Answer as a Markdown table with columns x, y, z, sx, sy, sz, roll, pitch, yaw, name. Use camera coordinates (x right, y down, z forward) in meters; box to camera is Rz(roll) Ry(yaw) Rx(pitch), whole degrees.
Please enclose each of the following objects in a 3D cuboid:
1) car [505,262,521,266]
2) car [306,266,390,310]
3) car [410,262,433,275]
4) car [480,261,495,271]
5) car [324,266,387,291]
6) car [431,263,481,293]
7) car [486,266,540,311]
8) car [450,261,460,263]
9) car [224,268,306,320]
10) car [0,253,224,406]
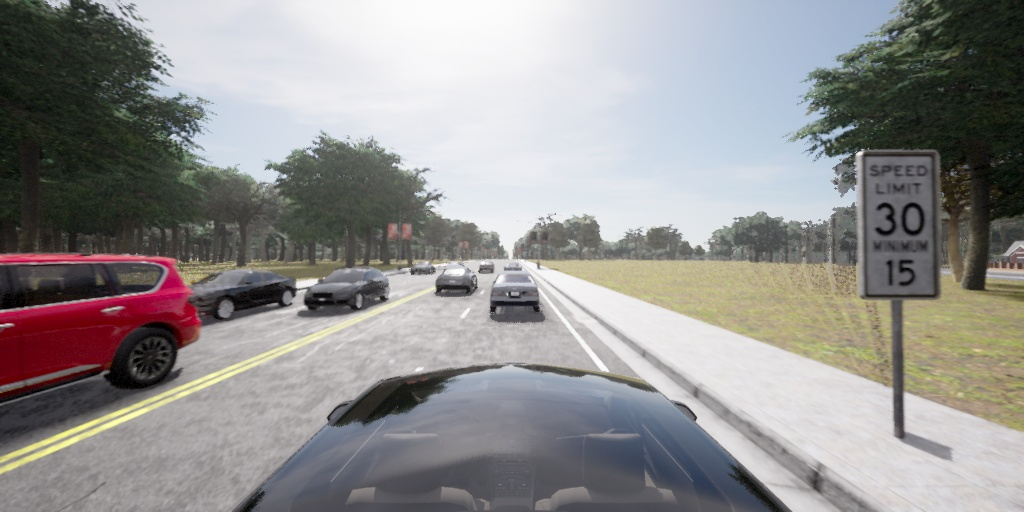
| x | y | z | sx | sy | sz | roll | pitch | yaw | name |
| --- | --- | --- | --- | --- | --- | --- | --- | --- | --- |
| 0.093 | 1.295 | 35.047 | 2.033 | 1.411 | 5.357 | 0 | 0 | 0 | car |
| -6.580 | 1.257 | 14.862 | 1.837 | 1.490 | 4.892 | 0 | 0 | 0 | car |
| -9.777 | 1.309 | 39.588 | 1.994 | 1.385 | 4.181 | 0 | 0 | 1 | car |
| -3.165 | 1.290 | 45.455 | 2.033 | 1.411 | 5.357 | 0 | 0 | 0 | car |
| -9.817 | 1.352 | 22.955 | 1.895 | 1.301 | 4.718 | 0 | 0 | 0 | car |
| -3.155 | 1.316 | 20.996 | 1.994 | 1.385 | 4.181 | 0 | 0 | 0 | car |
| 0.098 | 1.300 | 14.444 | 2.033 | 1.411 | 5.357 | 0 | 0 | 0 | car |
| -6.519 | 1.292 | 40.638 | 2.033 | 1.411 | 5.357 | 0 | 0 | 0 | car |
| -9.837 | 1.229 | 12.806 | 1.882 | 1.535 | 5.008 | 0 | 0 | 0 | car |
| -6.605 | 0.974 | 3.988 | 2.150 | 2.045 | 5.566 | 0 | 0 | 1 | car |
